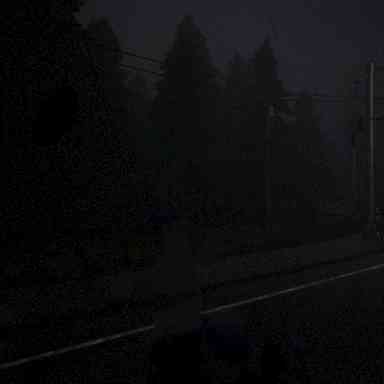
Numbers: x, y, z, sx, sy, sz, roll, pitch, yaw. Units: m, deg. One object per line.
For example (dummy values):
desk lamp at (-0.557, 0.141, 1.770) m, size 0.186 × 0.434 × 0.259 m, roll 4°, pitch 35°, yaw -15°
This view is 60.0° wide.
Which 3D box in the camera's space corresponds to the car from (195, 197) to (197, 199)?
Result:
car at (-0.165, 1.601, 65.211) m, size 4.718 × 1.301 × 1.895 m, roll 0°, pitch 0°, yaw 27°

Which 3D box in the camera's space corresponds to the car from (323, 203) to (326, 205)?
car at (15.212, 1.492, 43.517) m, size 2.128 × 1.511 × 4.902 m, roll 0°, pitch 0°, yaw -27°

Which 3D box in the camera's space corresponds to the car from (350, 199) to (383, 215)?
car at (17.936, 1.505, 33.493) m, size 1.837 × 1.490 × 4.892 m, roll 0°, pitch 0°, yaw -5°
